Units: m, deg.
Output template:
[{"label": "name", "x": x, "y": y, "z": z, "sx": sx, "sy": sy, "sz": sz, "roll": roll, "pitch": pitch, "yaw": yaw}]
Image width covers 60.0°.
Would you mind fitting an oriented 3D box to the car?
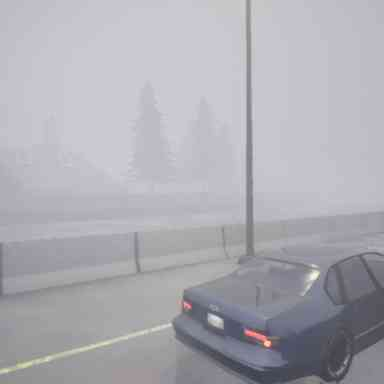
[{"label": "car", "x": 2.275, "y": 1.577, "z": 5.475, "sx": 5.357, "sy": 1.411, "sz": 2.033, "roll": 0, "pitch": 0, "yaw": -37}]
